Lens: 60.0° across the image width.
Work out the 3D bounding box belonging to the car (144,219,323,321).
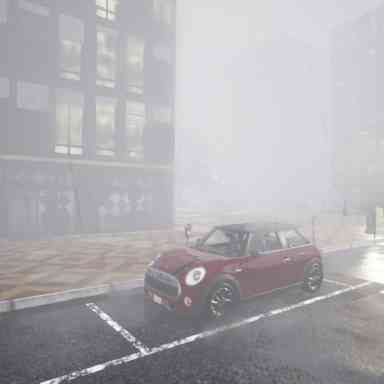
[{"bbox_3d":[0.990,1.442,7.261,4.097,1.590,1.967,0,1,-36],"label":"car"}]

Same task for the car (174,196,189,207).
[{"bbox_3d":[-2.198,1.733,55.931,1.887,1.381,4.507,1,-1,-35],"label":"car"}]

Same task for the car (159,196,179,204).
[{"bbox_3d":[-5.205,1.724,74.652,2.192,1.841,5.009,1,-1,-35],"label":"car"}]

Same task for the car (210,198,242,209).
[{"bbox_3d":[4.365,1.678,46.682,2.008,1.369,4.403,1,-1,-35],"label":"car"}]

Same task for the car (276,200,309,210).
[{"bbox_3d":[14.484,1.806,46.901,1.802,1.307,4.206,1,-1,-35],"label":"car"}]

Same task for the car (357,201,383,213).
[{"bbox_3d":[21.047,1.730,37.653,1.947,1.339,4.313,1,-1,-35],"label":"car"}]

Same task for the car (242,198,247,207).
[{"bbox_3d":[7.921,1.726,56.152,1.967,1.590,4.097,1,-1,-35],"label":"car"}]

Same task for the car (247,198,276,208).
[{"bbox_3d":[11.203,1.800,51.527,1.887,1.381,4.507,1,-1,-35],"label":"car"}]
